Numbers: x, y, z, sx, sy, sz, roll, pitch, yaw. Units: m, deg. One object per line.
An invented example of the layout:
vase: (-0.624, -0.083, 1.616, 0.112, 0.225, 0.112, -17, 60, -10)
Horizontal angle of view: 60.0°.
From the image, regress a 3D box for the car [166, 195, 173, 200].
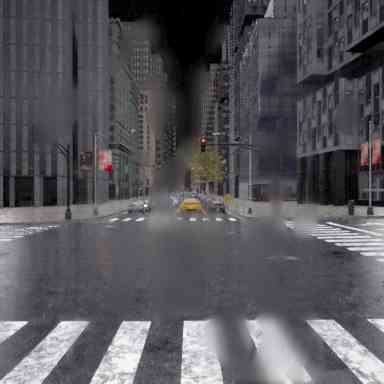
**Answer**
car: (-6.233, 1.624, 93.766, 1.802, 1.307, 4.206, 0, 0, 0)

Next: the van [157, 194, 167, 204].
van: (-6.059, 1.360, 66.700, 1.690, 1.788, 3.998, 0, 0, 0)

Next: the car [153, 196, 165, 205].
car: (-6.023, 1.541, 61.117, 1.752, 1.417, 4.829, 0, 0, 0)

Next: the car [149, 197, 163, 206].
car: (-5.989, 1.579, 55.874, 1.947, 1.339, 4.313, 0, 0, 0)

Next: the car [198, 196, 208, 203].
car: (2.425, 1.589, 73.146, 1.947, 1.339, 4.313, 0, 0, 0)

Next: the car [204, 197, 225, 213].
car: (2.662, 1.556, 36.362, 2.008, 1.369, 4.403, 0, 0, 0)

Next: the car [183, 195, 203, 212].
car: (-0.056, 1.483, 38.891, 1.882, 1.535, 5.008, 0, 0, 0)

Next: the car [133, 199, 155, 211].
car: (-5.895, 1.557, 41.303, 2.008, 1.369, 4.403, 0, 0, 0)

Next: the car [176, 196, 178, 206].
car: (-3.247, 1.609, 44.575, 1.895, 1.301, 4.718, 0, 0, 0)

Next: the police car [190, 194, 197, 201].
police car: (0.452, 1.464, 90.537, 1.930, 1.638, 5.238, 0, 0, 0)

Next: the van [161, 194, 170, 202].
van: (-6.129, 1.368, 77.527, 1.690, 1.788, 3.998, 0, 0, 0)

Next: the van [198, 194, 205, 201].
van: (2.356, 1.373, 83.723, 1.690, 1.788, 3.998, 0, 0, 0)

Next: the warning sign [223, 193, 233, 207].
warning sign: (4.912, 1.123, 45.453, 1.300, 1.860, 1.060, 0, 0, 0)

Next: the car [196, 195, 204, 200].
car: (2.288, 1.593, 94.300, 2.008, 1.369, 4.403, 0, 0, 0)

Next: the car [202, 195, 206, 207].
car: (2.592, 1.553, 47.251, 1.887, 1.381, 4.507, 0, 0, 0)

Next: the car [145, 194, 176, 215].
car: (-3.183, 1.226, 34.623, 2.150, 2.045, 5.566, 0, 0, 0)

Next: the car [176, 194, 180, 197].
car: (-3.301, 1.538, 54.617, 1.812, 1.442, 4.674, 0, 0, 0)

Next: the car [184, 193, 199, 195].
car: (-0.185, 1.511, 65.443, 2.128, 1.511, 4.902, 0, 0, -1)

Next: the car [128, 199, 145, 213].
car: (-5.863, 1.556, 36.311, 2.008, 1.369, 4.403, 0, 0, 0)
